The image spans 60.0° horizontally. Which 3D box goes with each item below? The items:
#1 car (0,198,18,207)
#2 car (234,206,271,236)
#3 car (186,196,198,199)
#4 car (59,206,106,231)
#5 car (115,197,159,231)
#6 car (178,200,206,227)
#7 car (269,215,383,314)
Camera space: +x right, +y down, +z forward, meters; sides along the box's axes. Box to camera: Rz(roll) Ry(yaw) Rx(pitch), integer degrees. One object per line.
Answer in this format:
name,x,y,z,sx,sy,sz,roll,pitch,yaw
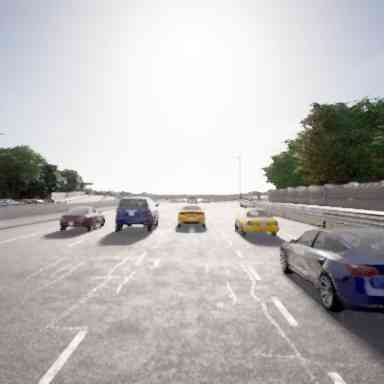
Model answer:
car,-24.500,1.719,42.977,2.097,1.767,4.553,0,-1,0
car,3.500,1.554,18.919,1.801,1.575,5.366,0,-1,0
car,0.006,1.878,68.398,2.150,2.045,5.566,0,-1,0
car,-6.899,1.646,21.268,1.812,1.442,4.674,0,-1,0
car,-3.400,1.343,21.377,2.150,2.045,5.566,0,-1,0
car,-0.024,1.630,24.334,1.882,1.535,5.008,0,-1,0
car,3.499,1.527,7.746,2.163,1.488,4.792,0,0,0
